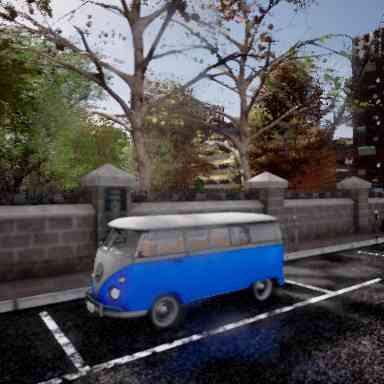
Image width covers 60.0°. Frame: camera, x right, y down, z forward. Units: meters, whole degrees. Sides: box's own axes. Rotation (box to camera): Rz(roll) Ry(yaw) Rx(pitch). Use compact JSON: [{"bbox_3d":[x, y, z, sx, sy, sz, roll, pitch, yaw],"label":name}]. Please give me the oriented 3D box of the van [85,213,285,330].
[{"bbox_3d":[0.069,1.340,6.614,3.998,1.788,1.690,0,0,-36],"label":"van"}]
